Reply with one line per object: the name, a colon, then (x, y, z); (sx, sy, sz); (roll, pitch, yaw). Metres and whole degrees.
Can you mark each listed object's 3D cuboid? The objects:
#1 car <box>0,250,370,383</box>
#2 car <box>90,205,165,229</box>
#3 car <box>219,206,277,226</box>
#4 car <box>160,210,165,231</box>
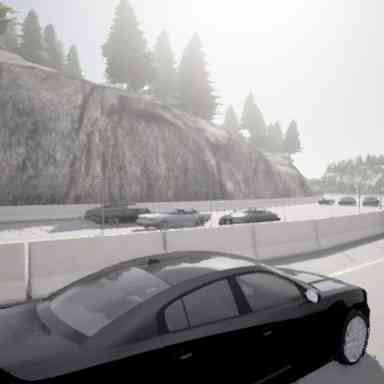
car: (0.259, 1.481, 4.064); (5.008, 1.535, 1.882); (0, 0, -36)
car: (-4.329, 1.630, 22.867); (4.718, 1.301, 1.895); (0, 0, -39)
car: (3.562, 1.574, 20.389); (4.181, 1.385, 1.994); (0, 0, -41)
car: (-1.065, 1.622, 21.019); (4.718, 1.301, 1.895); (0, 0, -40)
